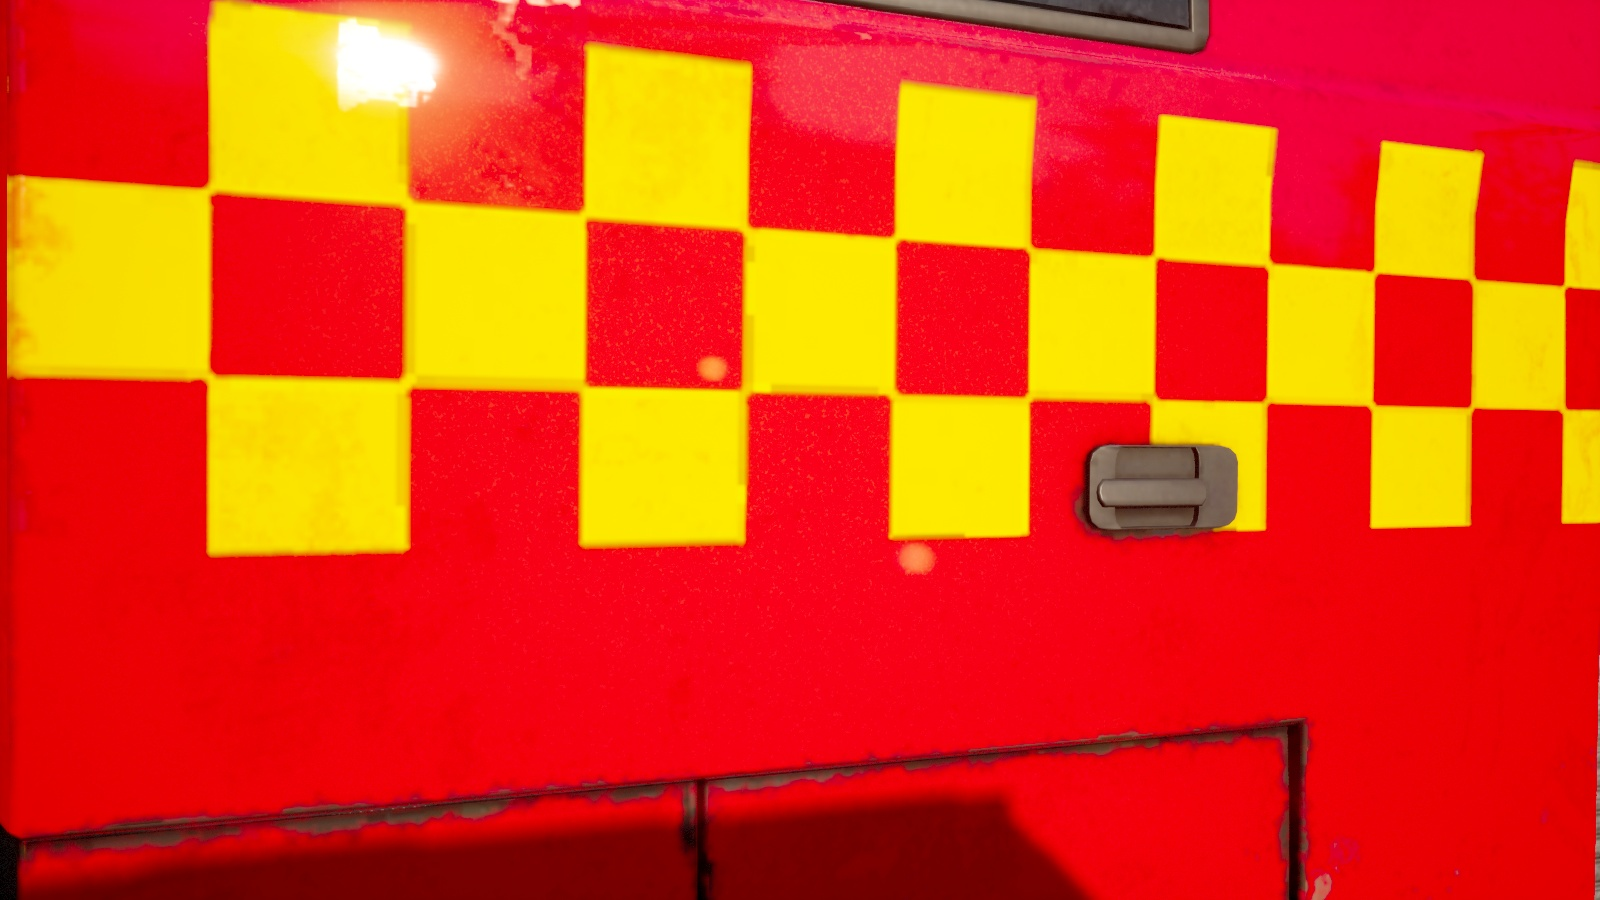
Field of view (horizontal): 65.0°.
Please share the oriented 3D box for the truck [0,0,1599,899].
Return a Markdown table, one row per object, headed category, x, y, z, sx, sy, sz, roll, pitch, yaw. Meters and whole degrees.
| category | x | y | z | sx | sy | sz | roll | pitch | yaw |
| --- | --- | --- | --- | --- | --- | --- | --- | --- | --- |
| truck | 0.048 | -0.420 | 3.242 | 8.468 | 3.827 | 2.891 | -1 | 1 | -21 |
